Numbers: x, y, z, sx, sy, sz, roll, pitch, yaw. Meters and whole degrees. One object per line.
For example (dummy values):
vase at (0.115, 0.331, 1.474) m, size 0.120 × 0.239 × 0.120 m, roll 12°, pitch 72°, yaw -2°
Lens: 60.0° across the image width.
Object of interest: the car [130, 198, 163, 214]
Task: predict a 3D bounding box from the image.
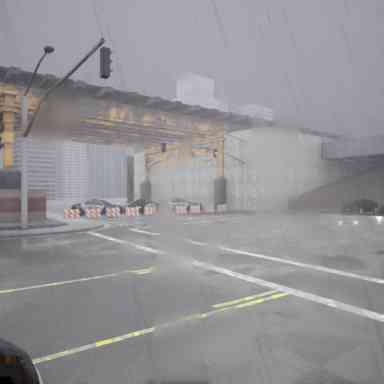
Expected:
car at (-5.210, 1.453, 34.810) m, size 2.038 × 1.542 × 4.974 m, roll 0°, pitch 0°, yaw 18°

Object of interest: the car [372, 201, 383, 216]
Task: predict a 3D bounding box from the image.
car at (19.839, 1.547, 32.000) m, size 5.357 × 1.411 × 2.033 m, roll 0°, pitch 0°, yaw -37°

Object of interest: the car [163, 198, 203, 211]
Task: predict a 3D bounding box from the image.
car at (-1.360, 1.295, 38.571) m, size 4.536 × 1.218 × 1.853 m, roll 0°, pitch 0°, yaw -7°

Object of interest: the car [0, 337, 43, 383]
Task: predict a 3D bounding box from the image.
car at (-3.274, 1.492, 1.436) m, size 4.902 × 1.511 × 2.128 m, roll 0°, pitch 0°, yaw -35°

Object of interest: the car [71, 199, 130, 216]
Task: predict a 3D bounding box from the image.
car at (-8.949, 1.453, 32.116) m, size 4.974 × 1.542 × 2.038 m, roll 0°, pitch 0°, yaw 8°

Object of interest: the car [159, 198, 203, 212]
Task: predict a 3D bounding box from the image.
car at (-1.308, 1.453, 38.578) m, size 4.974 × 1.542 × 2.038 m, roll 0°, pitch 0°, yaw -7°

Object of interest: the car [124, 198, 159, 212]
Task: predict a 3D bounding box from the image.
car at (-5.195, 1.295, 34.859) m, size 1.853 × 1.218 × 4.536 m, roll 0°, pitch 0°, yaw 18°

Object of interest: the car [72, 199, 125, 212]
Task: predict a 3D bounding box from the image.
car at (-9.001, 1.295, 32.123) m, size 4.536 × 1.218 × 1.853 m, roll 0°, pitch 0°, yaw 8°

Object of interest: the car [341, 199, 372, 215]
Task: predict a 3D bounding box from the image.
car at (17.480, 1.478, 34.601) m, size 5.008 × 1.535 × 1.882 m, roll 0°, pitch 0°, yaw -37°
